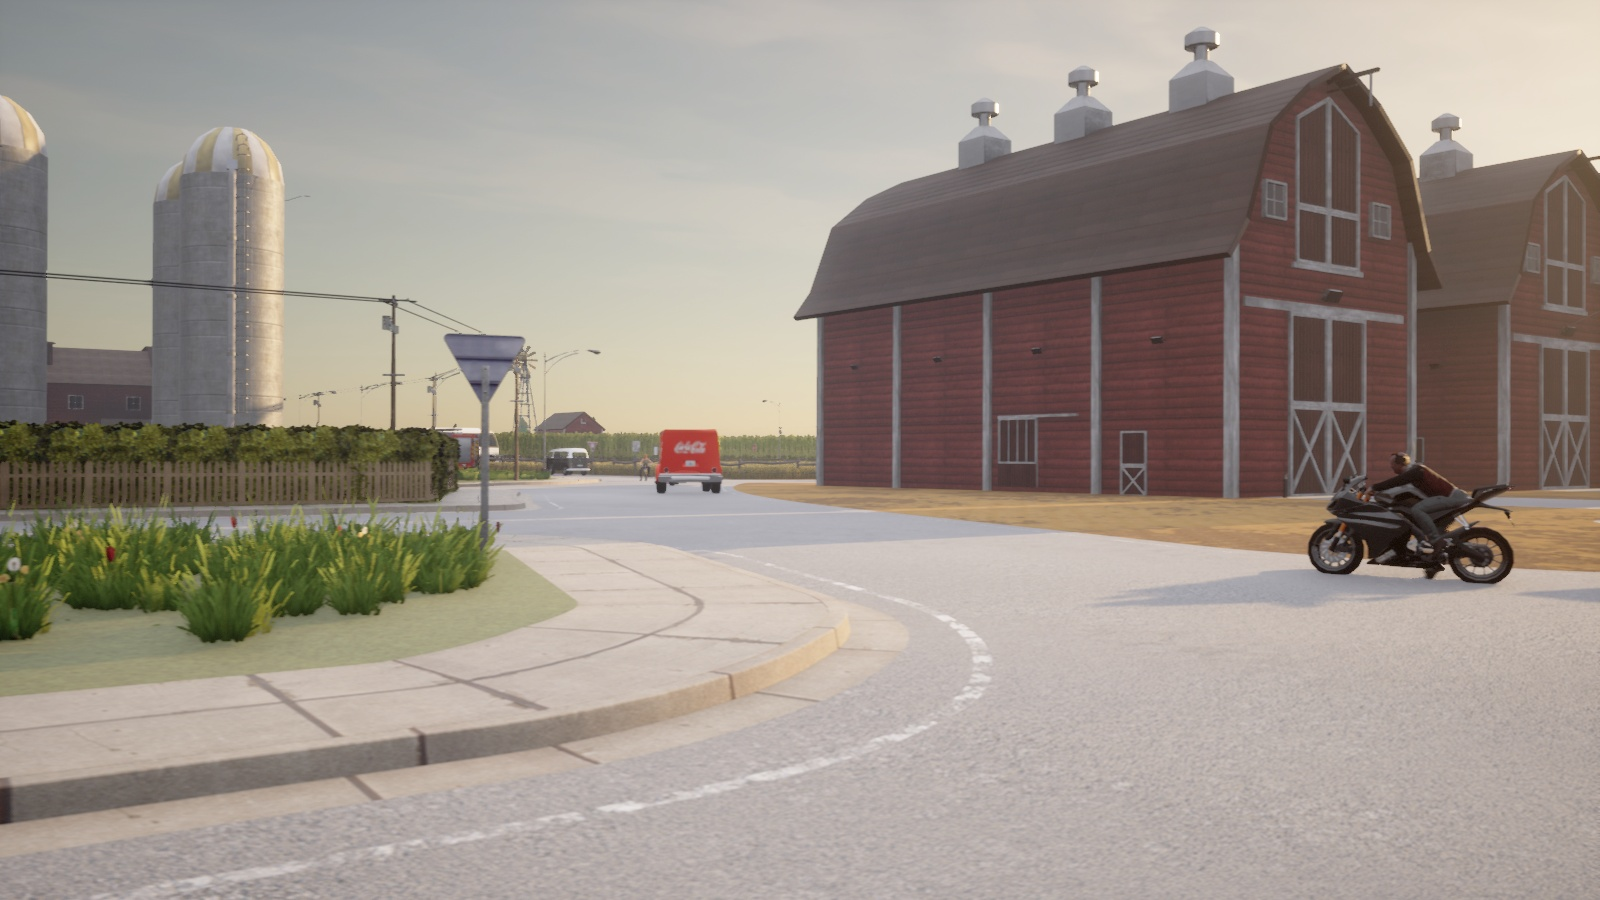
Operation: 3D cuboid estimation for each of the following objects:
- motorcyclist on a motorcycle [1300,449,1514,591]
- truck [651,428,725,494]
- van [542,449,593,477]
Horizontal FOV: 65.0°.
[{"bbox_3d":[7.140,0.774,14.820,2.191,1.530,0.866,1,0,29],"label":"motorcyclist on a motorcycle"},{"bbox_3d":[-4.556,0.464,50.196,2.627,2.467,5.204,0,-1,-8],"label":"truck"},{"bbox_3d":[-17.430,0.950,93.958,2.069,2.038,4.480,0,0,-35],"label":"van"}]
